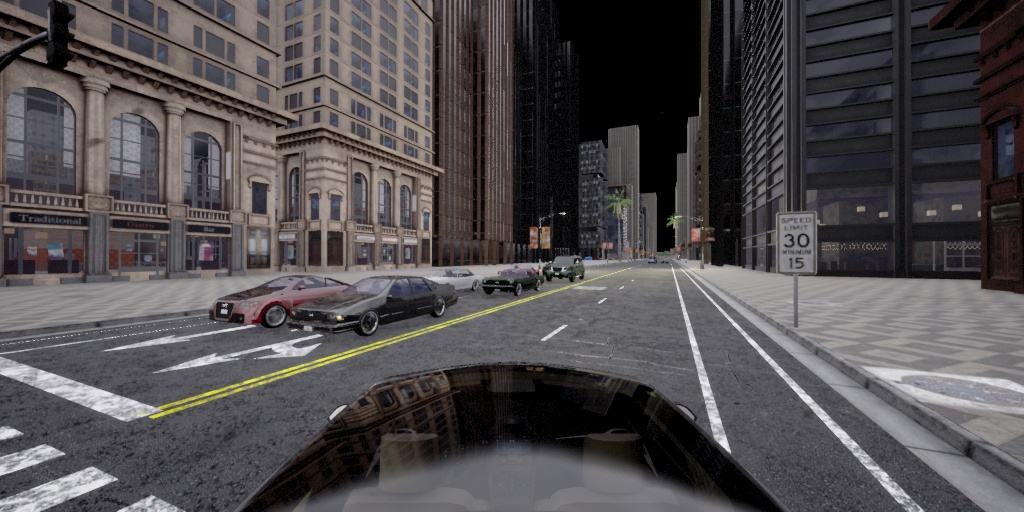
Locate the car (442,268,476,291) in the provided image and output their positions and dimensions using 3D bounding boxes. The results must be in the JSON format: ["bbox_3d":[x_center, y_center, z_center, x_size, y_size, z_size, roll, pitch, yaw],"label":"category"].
[{"bbox_3d":[-3.424,1.357,19.494,1.895,1.301,4.718,0,0,24],"label":"car"}]

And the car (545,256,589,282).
[{"bbox_3d":[4.463,0.987,29.372,2.150,2.045,5.566,0,0,23],"label":"car"}]

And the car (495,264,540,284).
[{"bbox_3d":[0.579,1.364,28.616,1.895,1.301,4.718,0,0,24],"label":"car"}]

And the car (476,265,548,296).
[{"bbox_3d":[0.162,1.358,19.577,1.895,1.301,4.718,0,0,24],"label":"car"}]

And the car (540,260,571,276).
[{"bbox_3d":[4.713,1.251,37.947,1.882,1.535,5.008,0,0,24],"label":"car"}]

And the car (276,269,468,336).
[{"bbox_3d":[-3.690,1.299,10.796,2.033,1.411,5.357,0,0,24],"label":"car"}]

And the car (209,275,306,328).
[{"bbox_3d":[-6.939,1.316,11.469,1.994,1.385,4.181,0,0,24],"label":"car"}]
